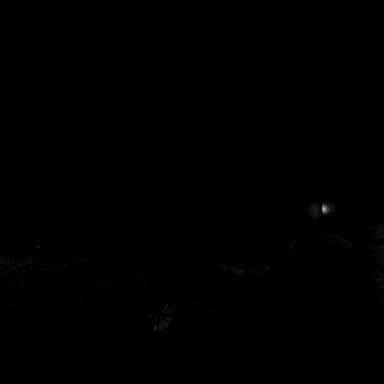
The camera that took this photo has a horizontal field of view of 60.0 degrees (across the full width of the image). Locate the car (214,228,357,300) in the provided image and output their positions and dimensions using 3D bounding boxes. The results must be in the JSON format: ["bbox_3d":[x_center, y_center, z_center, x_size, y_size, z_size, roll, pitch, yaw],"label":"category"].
[{"bbox_3d":[2.483,1.582,8.302,4.206,1.307,1.802,0,0,-35],"label":"car"}]

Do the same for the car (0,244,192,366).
[{"bbox_3d":[-1.998,1.566,5.111,4.313,1.339,1.947,0,0,-35],"label":"car"}]
